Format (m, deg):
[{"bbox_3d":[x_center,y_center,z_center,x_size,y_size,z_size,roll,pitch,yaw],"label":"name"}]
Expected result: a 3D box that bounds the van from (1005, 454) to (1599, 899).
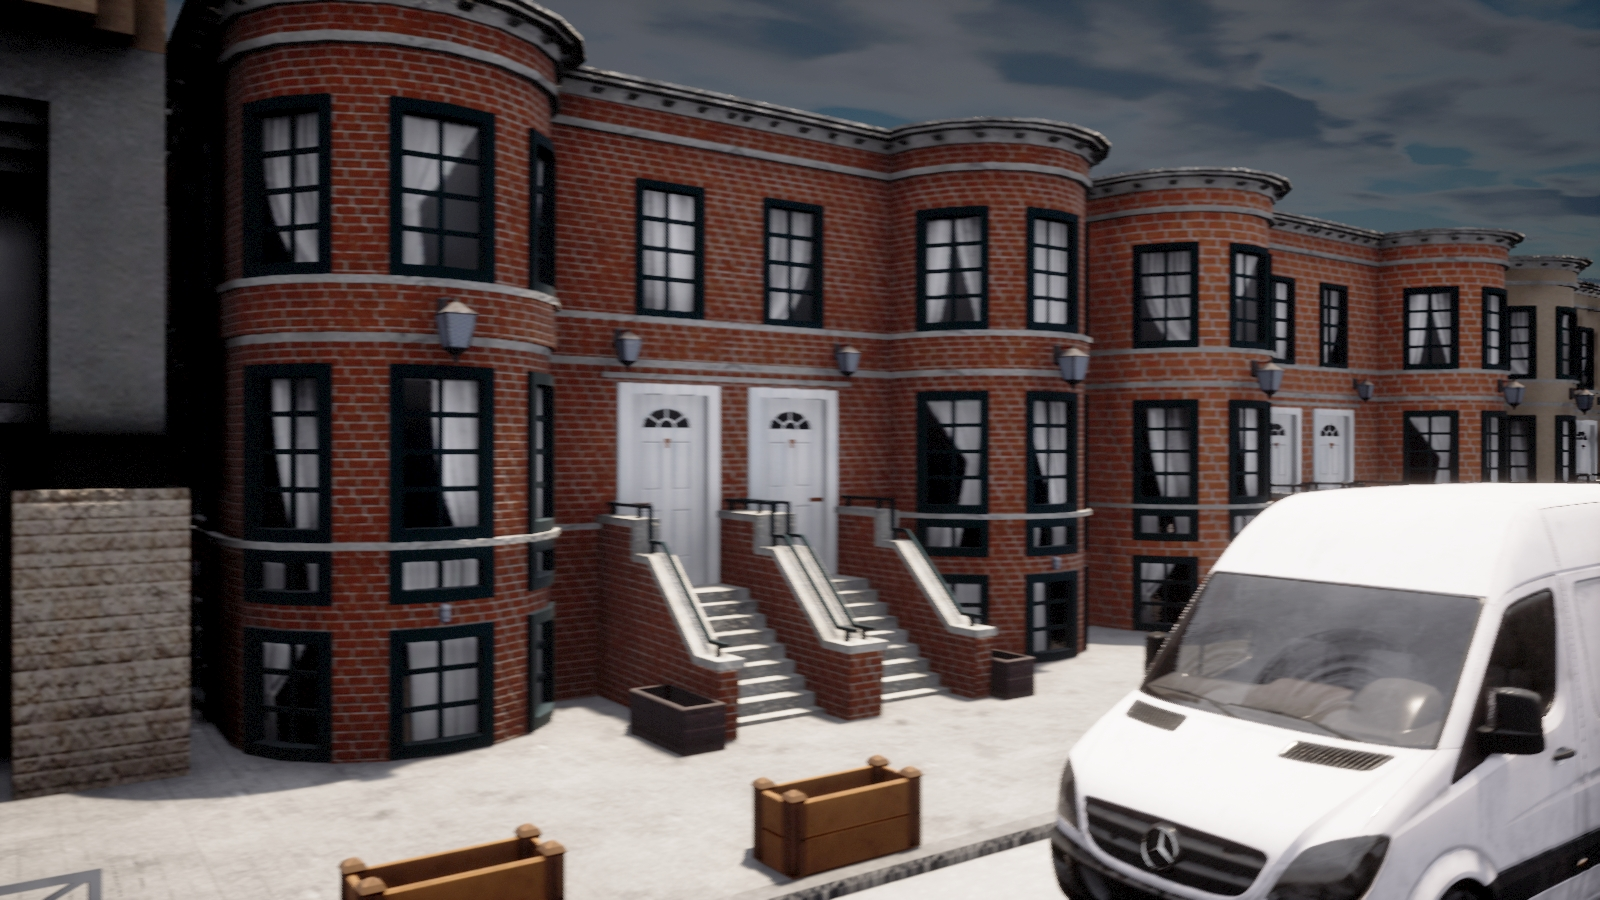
[{"bbox_3d":[4.142,1.316,7.308,5.915,2.561,1.988,0,0,-35],"label":"van"}]
